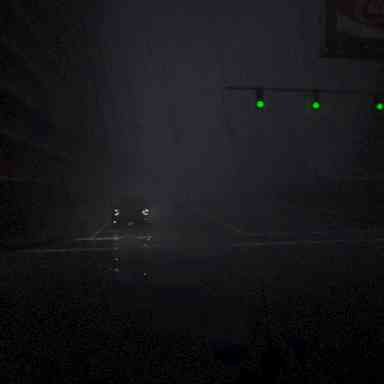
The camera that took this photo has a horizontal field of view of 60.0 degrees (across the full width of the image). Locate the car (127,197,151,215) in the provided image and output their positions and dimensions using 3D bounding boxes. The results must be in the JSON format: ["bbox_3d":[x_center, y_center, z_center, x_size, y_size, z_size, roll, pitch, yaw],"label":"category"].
[{"bbox_3d":[-4.635,1.161,29.730,1.895,1.301,4.718,-1,1,-7],"label":"car"}]

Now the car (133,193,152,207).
[{"bbox_3d":[-5.927,0.889,40.614,2.128,1.511,4.902,-1,1,-6],"label":"car"}]

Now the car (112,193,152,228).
[{"bbox_3d":[-3.477,1.062,19.760,2.097,1.767,4.553,-1,1,-6],"label":"car"}]
